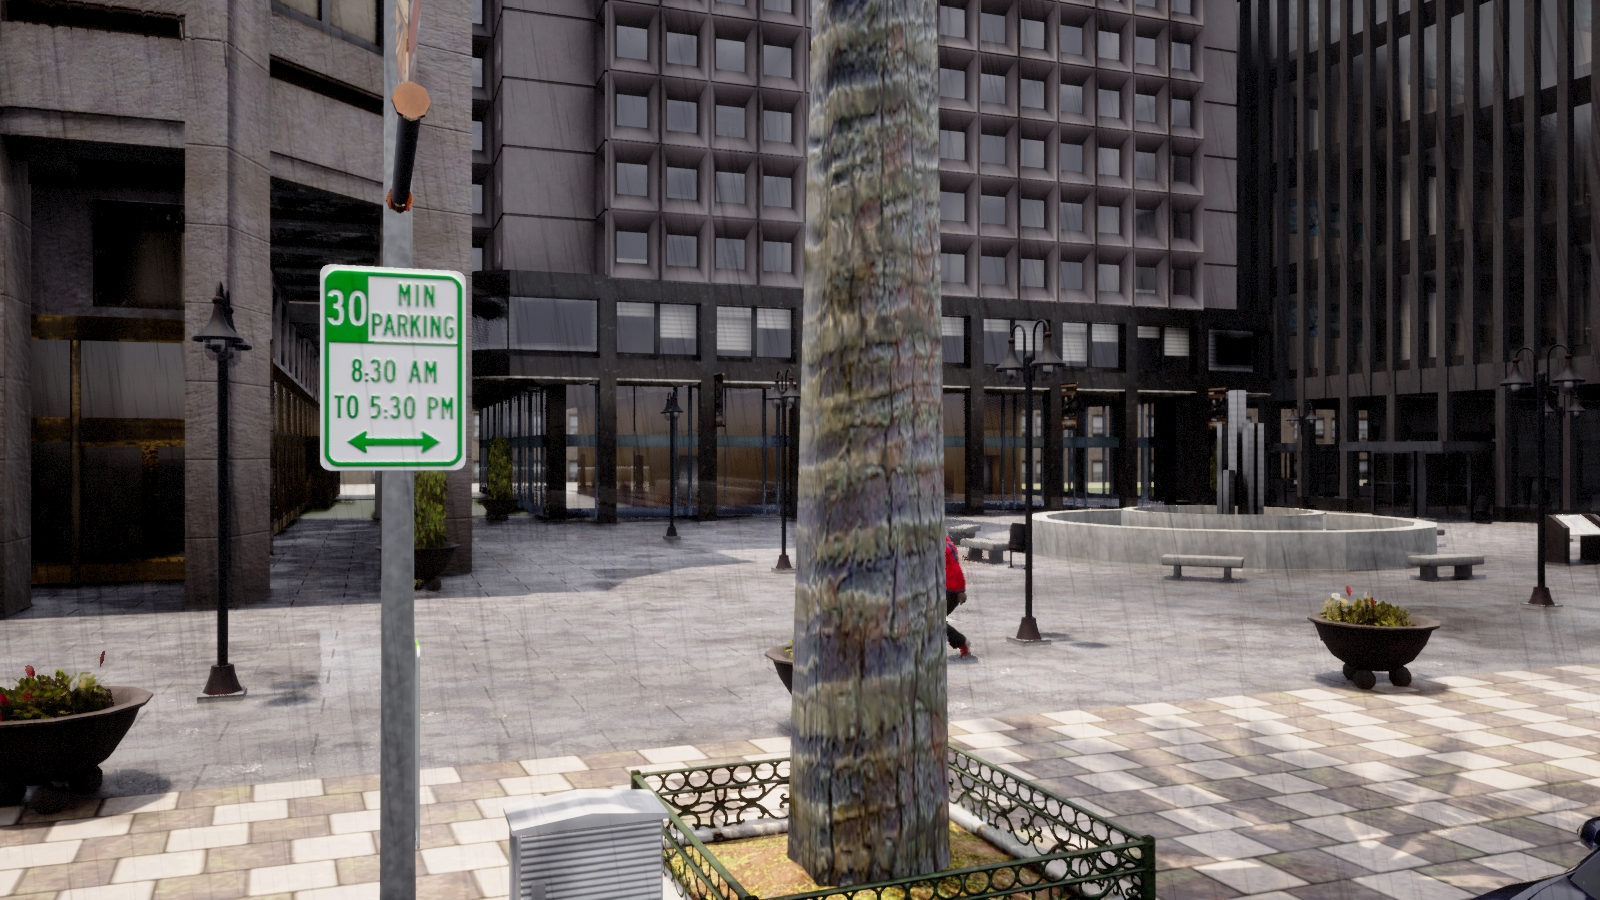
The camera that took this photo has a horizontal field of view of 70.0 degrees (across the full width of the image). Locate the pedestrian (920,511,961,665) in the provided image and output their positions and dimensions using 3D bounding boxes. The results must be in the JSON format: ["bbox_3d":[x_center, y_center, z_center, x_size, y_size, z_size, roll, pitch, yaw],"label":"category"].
[{"bbox_3d":[1.753,1.711,14.275,0.375,1.860,0.375,0,0,-23],"label":"pedestrian"}]
